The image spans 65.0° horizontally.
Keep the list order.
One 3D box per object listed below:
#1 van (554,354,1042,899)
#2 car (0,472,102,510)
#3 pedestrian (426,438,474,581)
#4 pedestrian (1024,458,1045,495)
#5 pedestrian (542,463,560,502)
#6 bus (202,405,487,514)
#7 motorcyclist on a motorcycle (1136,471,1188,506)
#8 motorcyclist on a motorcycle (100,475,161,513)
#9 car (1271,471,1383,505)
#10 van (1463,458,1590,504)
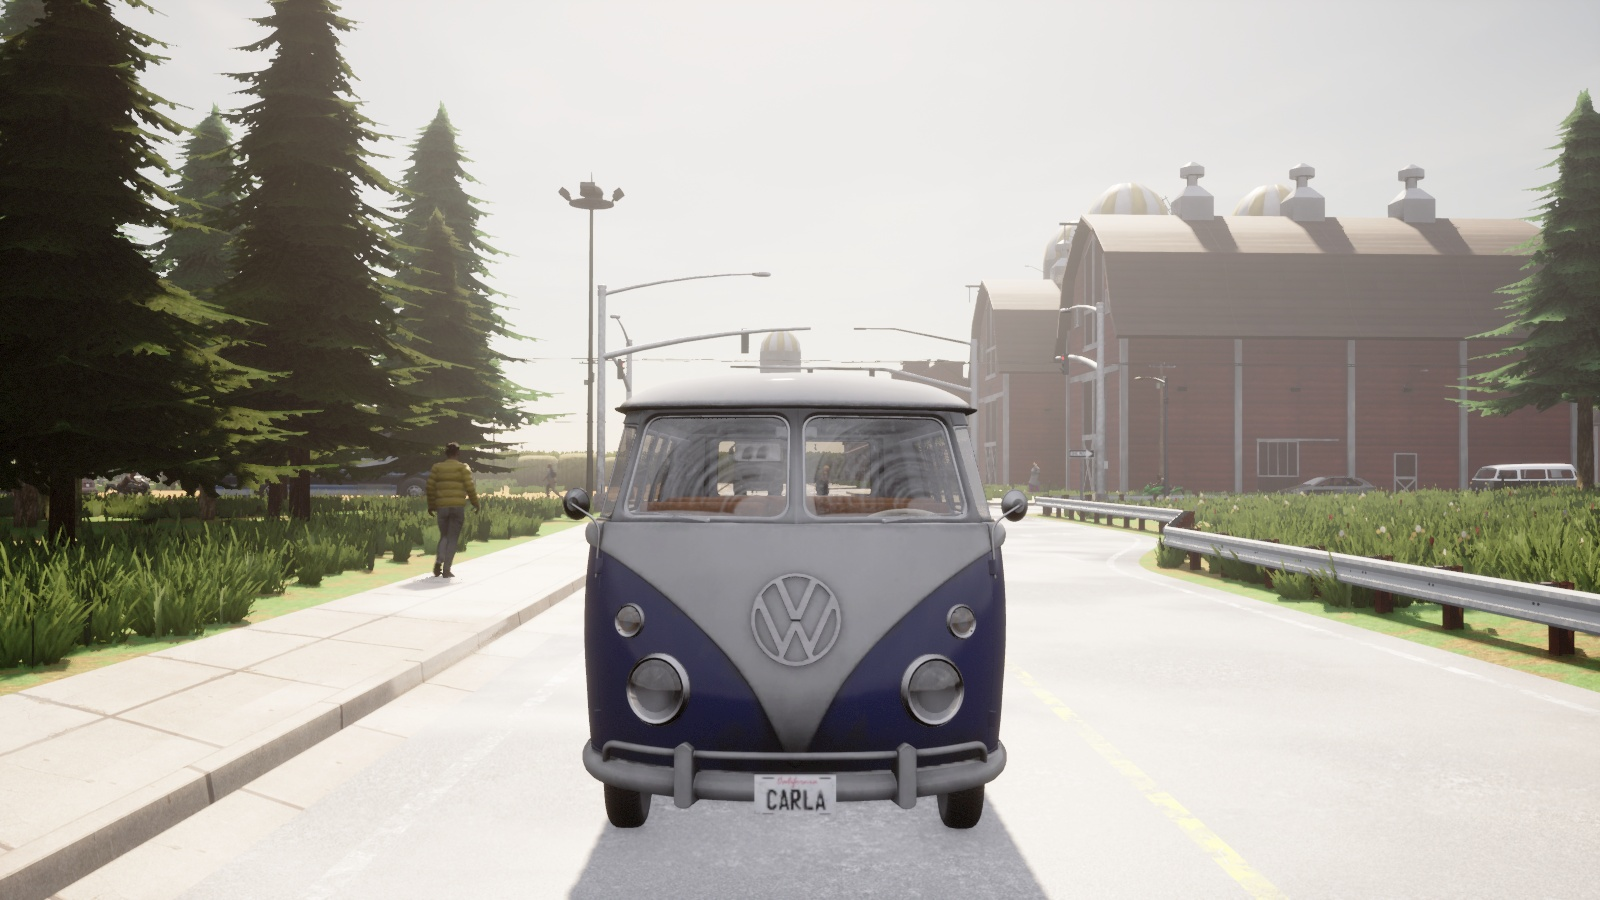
[{"bbox_3d":[-0.024,0.681,6.802,1.775,1.987,4.442,0,-1,0],"label":"van"},{"bbox_3d":[-32.903,1.787,54.674,3.988,1.617,1.851,0,-1,-1],"label":"car"},{"bbox_3d":[-4.585,0.771,16.487,0.431,1.840,0.709,0,-1,0],"label":"pedestrian"},{"bbox_3d":[12.614,1.434,67.420,0.873,1.952,0.659,0,-1,-23],"label":"pedestrian"},{"bbox_3d":[-11.731,1.524,59.125,0.694,1.848,0.540,0,-1,8],"label":"pedestrian"},{"bbox_3d":[-18.437,0.402,51.531,10.273,4.253,3.944,0,-1,-1],"label":"bus"},{"bbox_3d":[16.080,1.694,55.812,2.044,1.523,0.797,0,-1,-1],"label":"motorcyclist on a motorcycle"},{"bbox_3d":[-27.342,1.792,51.301,2.044,1.523,0.797,0,-1,-1],"label":"motorcyclist on a motorcycle"},{"bbox_3d":[23.452,1.699,55.983,4.193,1.474,1.816,0,-1,-1],"label":"car"},{"bbox_3d":[32.474,1.376,56.197,4.480,2.038,2.069,0,-1,-1],"label":"van"}]
